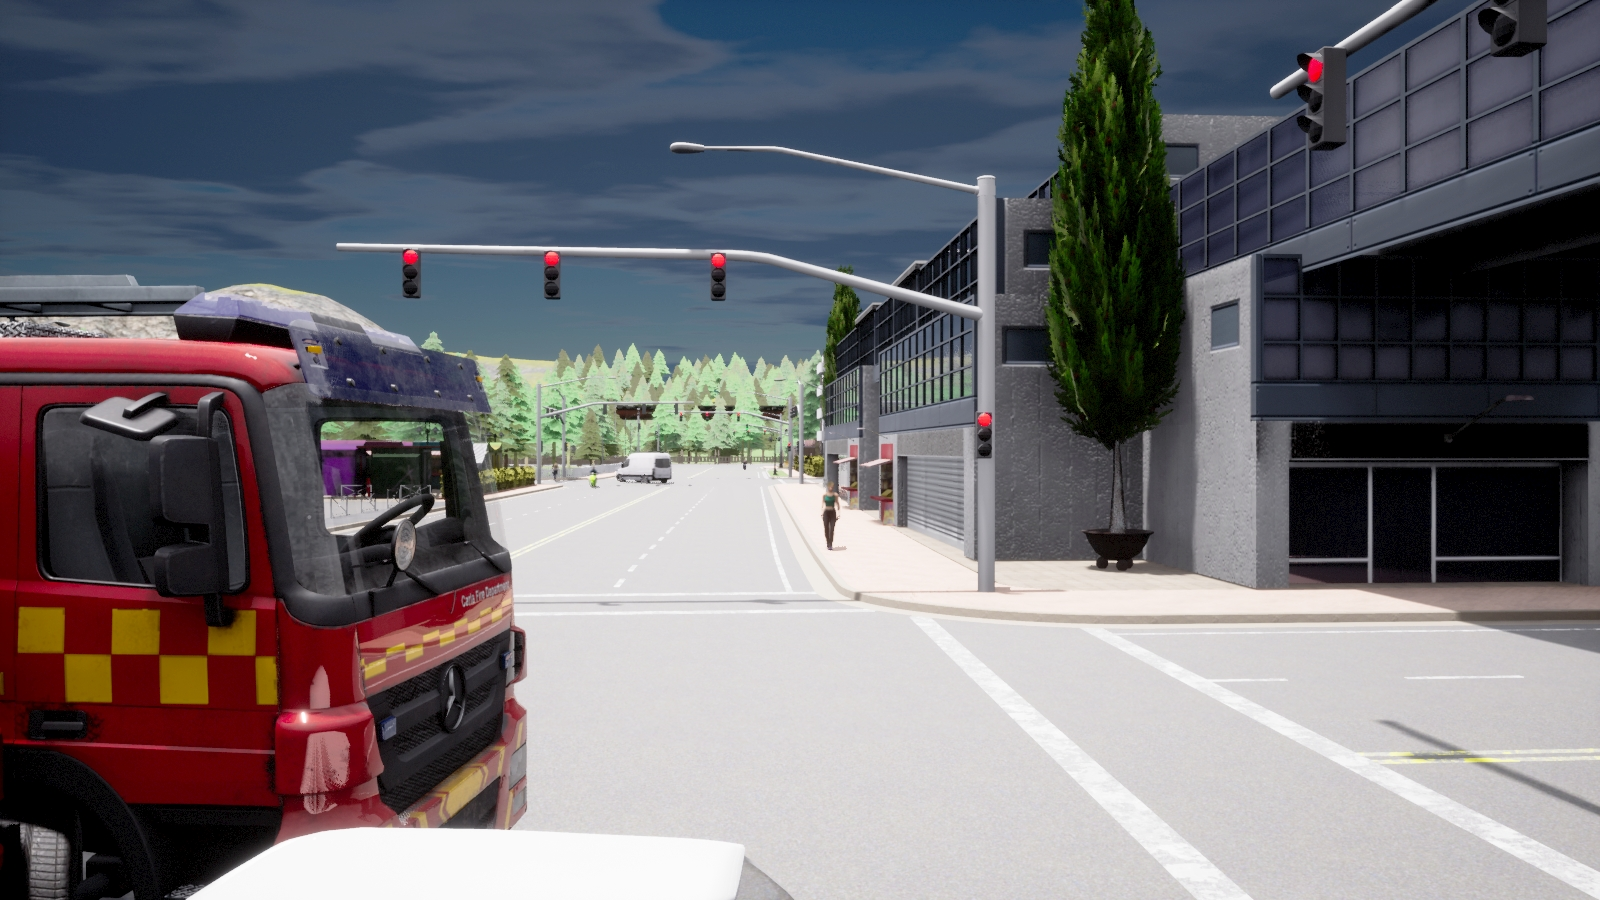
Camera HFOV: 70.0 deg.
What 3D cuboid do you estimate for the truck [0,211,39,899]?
[{"bbox_3d":[-7.587,0.890,3.490,8.468,3.827,2.891,0,0,-3],"label":"truck"}]

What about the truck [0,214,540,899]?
[{"bbox_3d":[-6.102,0.890,6.659,8.468,3.827,2.891,0,0,4],"label":"truck"}]

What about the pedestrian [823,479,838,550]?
[{"bbox_3d":[0.807,1.696,30.050,0.375,1.860,0.375,0,0,0],"label":"pedestrian"}]

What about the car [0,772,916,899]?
[{"bbox_3d":[-1.549,2.065,3.579,3.806,1.475,1.970,0,0,5],"label":"car"}]
